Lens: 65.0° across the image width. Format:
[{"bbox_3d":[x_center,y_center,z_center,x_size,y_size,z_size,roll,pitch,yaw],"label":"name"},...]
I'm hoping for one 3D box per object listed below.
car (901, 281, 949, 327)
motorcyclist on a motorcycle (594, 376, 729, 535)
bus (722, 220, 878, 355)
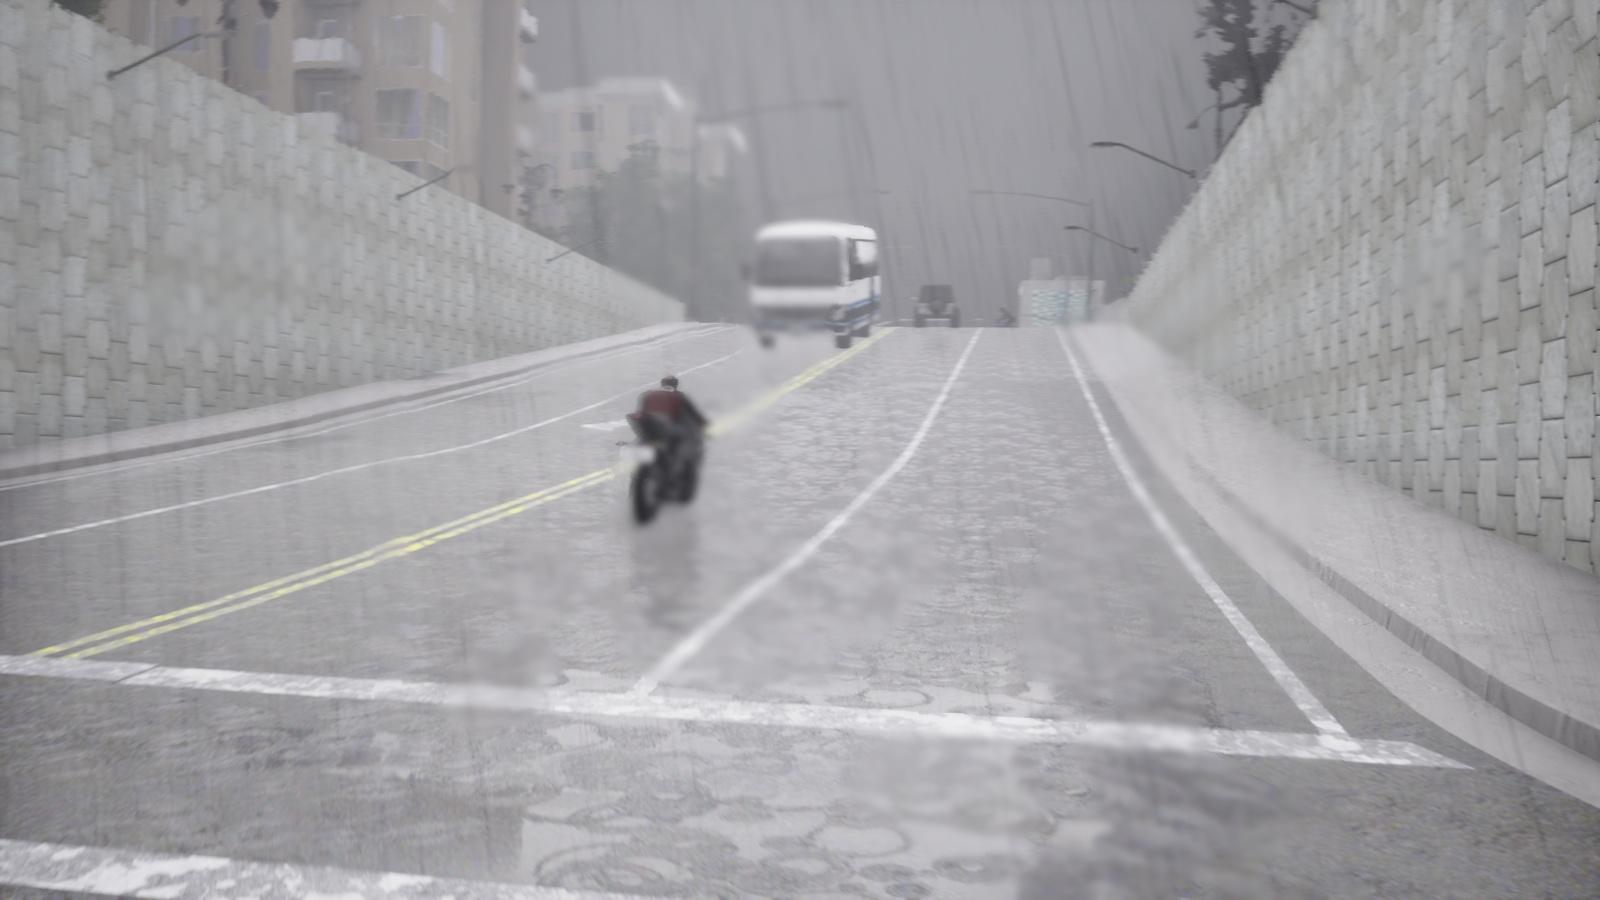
[{"bbox_3d":[5.643,-6.499,56.202,1.905,1.878,3.866,0,5,9],"label":"car"},{"bbox_3d":[-1.461,-0.008,13.754,0.866,1.530,2.191,1,5,10],"label":"motorcyclist on a motorcycle"},{"bbox_3d":[0.313,-6.022,45.510,3.944,4.253,10.273,0,9,9],"label":"bus"}]
